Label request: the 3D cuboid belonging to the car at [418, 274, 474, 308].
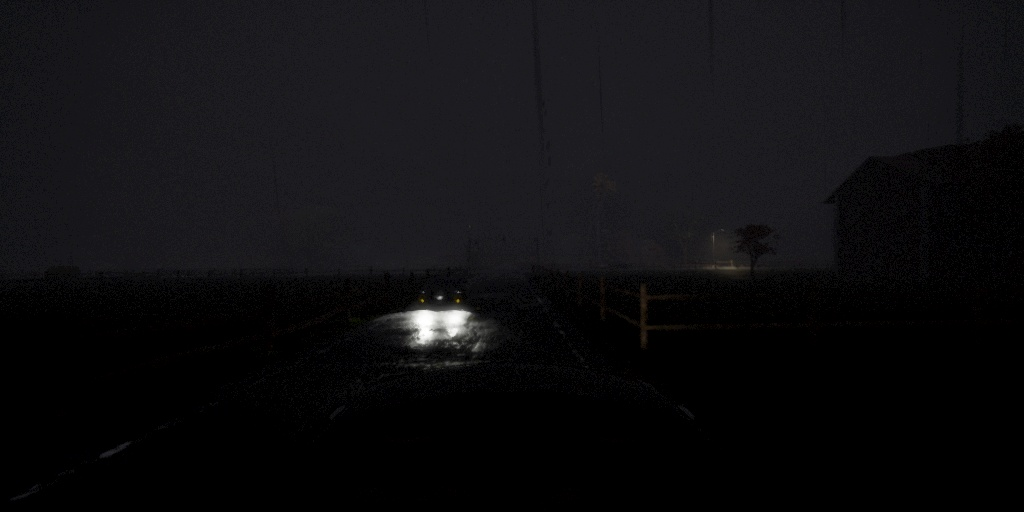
[{"bbox_3d":[-2.862,1.496,16.289,1.994,1.385,4.181,0,-1,0],"label":"car"}]
